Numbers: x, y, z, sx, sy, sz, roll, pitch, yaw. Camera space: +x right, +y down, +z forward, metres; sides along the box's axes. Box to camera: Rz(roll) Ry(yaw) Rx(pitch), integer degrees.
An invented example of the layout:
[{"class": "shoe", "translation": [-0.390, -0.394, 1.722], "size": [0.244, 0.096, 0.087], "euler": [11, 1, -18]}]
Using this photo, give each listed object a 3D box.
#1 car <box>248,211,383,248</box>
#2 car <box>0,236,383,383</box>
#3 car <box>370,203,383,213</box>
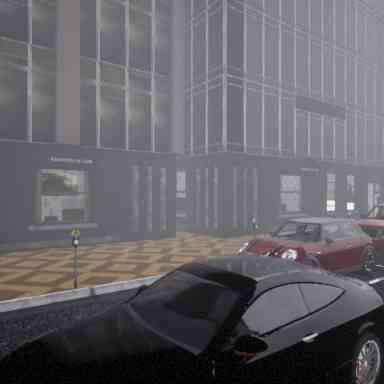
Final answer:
[{"class": "car", "translation": [3.091, 1.439, 8.938], "size": [4.097, 1.590, 1.967], "euler": [0, 0, -35]}, {"class": "car", "translation": [0.380, 1.526, 3.649], "size": [4.674, 1.442, 1.812], "euler": [0, 0, -36]}, {"class": "car", "translation": [7.618, 1.310, 12.164], "size": [5.009, 1.841, 2.192], "euler": [0, 0, -35]}]
